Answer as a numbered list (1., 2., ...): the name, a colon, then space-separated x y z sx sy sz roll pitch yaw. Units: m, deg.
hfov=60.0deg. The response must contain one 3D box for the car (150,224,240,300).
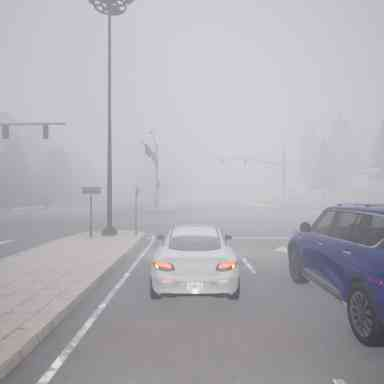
1. car: 0.063 1.525 8.276 1.812 1.442 4.674 0 0 0

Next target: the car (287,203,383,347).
1. car: 3.554 1.221 6.430 2.150 2.045 5.566 0 0 1
